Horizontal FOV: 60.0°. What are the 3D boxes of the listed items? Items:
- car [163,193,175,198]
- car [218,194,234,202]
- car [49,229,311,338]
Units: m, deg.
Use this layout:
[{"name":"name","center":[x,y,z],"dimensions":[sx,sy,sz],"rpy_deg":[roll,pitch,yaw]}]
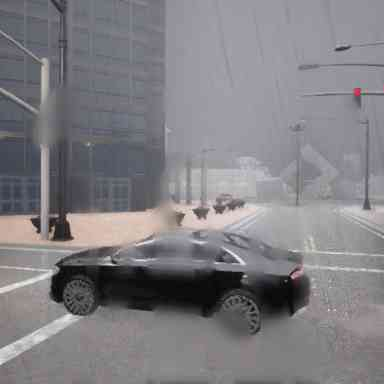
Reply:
[{"name":"car","center":[-6.898,1.089,94.451],"dimensions":[4.892,1.490,1.837],"rpy_deg":[0,0,13]},{"name":"car","center":[7.108,1.109,69.209],"dimensions":[2.097,1.767,4.553],"rpy_deg":[0,0,-22]},{"name":"car","center":[-0.336,1.474,6.320],"dimensions":[4.902,1.511,2.128],"rpy_deg":[0,0,17]}]
